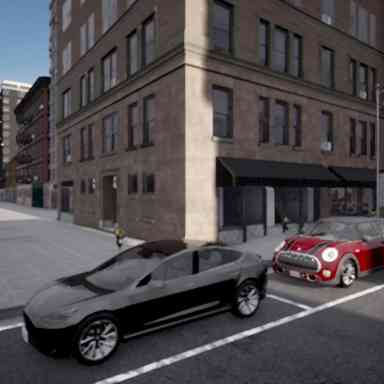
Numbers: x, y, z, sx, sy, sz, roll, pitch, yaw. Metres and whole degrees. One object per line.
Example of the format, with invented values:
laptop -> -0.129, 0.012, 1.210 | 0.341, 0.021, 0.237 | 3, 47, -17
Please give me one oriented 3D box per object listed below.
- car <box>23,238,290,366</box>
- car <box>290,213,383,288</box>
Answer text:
car -> -0.518, 1.566, 5.829 | 4.313, 1.339, 1.947 | 0, 0, -36
car -> 4.088, 1.438, 9.156 | 4.097, 1.590, 1.967 | 0, 0, -36
